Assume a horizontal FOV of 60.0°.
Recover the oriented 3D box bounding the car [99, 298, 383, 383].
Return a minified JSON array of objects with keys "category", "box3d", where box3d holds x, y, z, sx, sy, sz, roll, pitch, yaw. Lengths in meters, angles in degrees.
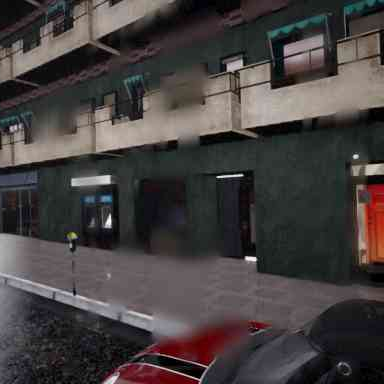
[{"category":"car","box3d":[1.116,1.441,1.959,4.097,1.590,1.967,0,-2,36]}]
